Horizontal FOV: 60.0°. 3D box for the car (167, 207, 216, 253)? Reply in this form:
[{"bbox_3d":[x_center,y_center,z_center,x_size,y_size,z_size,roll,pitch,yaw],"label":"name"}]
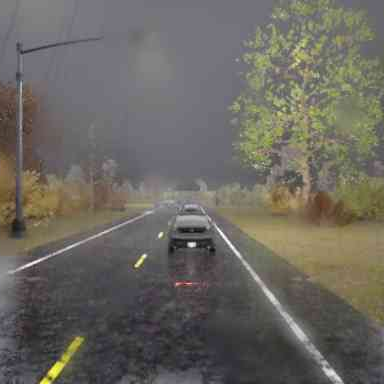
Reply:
[{"bbox_3d":[-0.004,1.640,14.304,1.837,1.490,4.892,0,0,0],"label":"car"}]

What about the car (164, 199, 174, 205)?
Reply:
[{"bbox_3d":[-5.055,2.219,72.289,1.895,1.301,4.718,0,0,-8],"label":"car"}]

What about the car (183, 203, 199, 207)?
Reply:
[{"bbox_3d":[-0.055,1.777,29.294,1.837,1.490,4.892,0,0,0],"label":"car"}]
